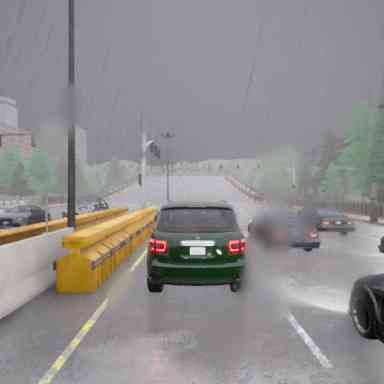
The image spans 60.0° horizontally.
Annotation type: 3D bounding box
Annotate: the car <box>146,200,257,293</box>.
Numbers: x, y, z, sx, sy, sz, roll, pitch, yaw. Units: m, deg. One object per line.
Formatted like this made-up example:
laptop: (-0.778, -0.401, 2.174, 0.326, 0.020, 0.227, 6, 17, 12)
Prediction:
car: (0.110, 1.222, 9.030, 2.150, 2.045, 5.566, 0, 0, 0)

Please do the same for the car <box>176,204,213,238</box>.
car: (0.119, 1.505, 18.881, 1.837, 1.490, 4.892, 0, 0, 0)

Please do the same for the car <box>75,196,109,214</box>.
car: (-6.978, 0.970, 22.240, 2.097, 1.767, 4.553, 0, 0, 0)

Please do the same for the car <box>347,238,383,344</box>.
car: (3.606, 1.564, 3.913, 1.994, 1.385, 4.181, 0, 0, 0)

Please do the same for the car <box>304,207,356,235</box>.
car: (7.116, 1.547, 18.654, 2.033, 1.411, 5.357, 0, 0, 0)

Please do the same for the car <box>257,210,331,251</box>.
car: (3.615, 1.547, 13.990, 2.033, 1.411, 5.357, 0, 0, 0)
